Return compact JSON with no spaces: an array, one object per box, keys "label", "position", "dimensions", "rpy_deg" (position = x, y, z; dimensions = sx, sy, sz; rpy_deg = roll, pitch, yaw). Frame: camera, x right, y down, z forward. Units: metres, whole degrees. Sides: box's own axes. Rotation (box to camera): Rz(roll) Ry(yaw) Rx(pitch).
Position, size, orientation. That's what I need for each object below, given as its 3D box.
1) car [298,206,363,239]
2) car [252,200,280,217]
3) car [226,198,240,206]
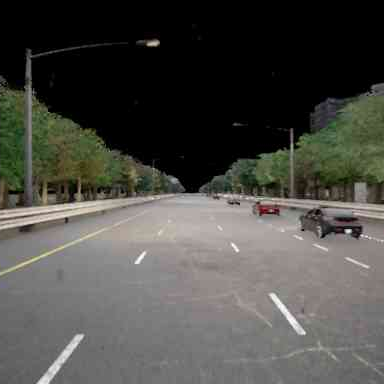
[{"label":"car","position":[7.002,1.510,17.318],"dimensions":[1.837,1.490,4.892],"rpy_deg":[0,0,0]},{"label":"car","position":[7.002,1.504,31.797],"dimensions":[1.882,1.535,5.008],"rpy_deg":[0,0,0]},{"label":"car","position":[7.004,1.624,56.921],"dimensions":[1.895,1.301,4.718],"rpy_deg":[0,0,0]}]
